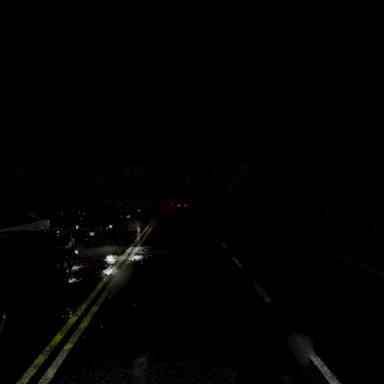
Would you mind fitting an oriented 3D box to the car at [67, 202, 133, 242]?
[{"bbox_3d":[-4.183,1.416,15.914,1.812,1.442,4.674,0,0,-2],"label":"car"}]

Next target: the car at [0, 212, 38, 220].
[{"bbox_3d":[-7.610,1.534,13.622,1.895,1.301,4.718,0,0,-2],"label":"car"}]

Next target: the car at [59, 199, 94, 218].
[{"bbox_3d":[-8.026,1.324,24.130,1.882,1.535,5.008,0,0,-2],"label":"car"}]

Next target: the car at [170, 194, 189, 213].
[{"bbox_3d":[-1.248,1.272,33.034,2.033,1.411,5.357,0,1,-2],"label":"car"}]

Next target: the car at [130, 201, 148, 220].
[{"bbox_3d":[-4.596,1.408,26.078,1.895,1.301,4.718,0,0,-2],"label":"car"}]

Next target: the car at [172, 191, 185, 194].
[{"bbox_3d":[-1.776,0.848,45.351,2.150,2.045,5.566,0,1,-2],"label":"car"}]

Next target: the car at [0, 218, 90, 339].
[{"bbox_3d":[-3.822,1.516,6.525,2.033,1.411,5.357,0,0,-2],"label":"car"}]
